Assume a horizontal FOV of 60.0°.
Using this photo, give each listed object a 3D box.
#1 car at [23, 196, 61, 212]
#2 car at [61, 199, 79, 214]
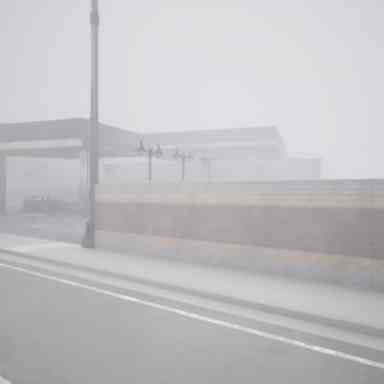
[{"bbox_3d":[-15.459,1.214,35.481,2.242,1.667,4.611,0,0,37],"label":"car"},{"bbox_3d":[-10.383,1.389,32.684,1.970,1.475,3.806,0,0,37],"label":"car"}]
